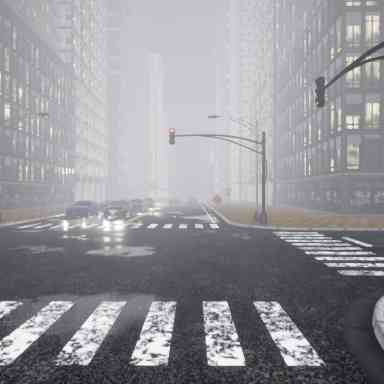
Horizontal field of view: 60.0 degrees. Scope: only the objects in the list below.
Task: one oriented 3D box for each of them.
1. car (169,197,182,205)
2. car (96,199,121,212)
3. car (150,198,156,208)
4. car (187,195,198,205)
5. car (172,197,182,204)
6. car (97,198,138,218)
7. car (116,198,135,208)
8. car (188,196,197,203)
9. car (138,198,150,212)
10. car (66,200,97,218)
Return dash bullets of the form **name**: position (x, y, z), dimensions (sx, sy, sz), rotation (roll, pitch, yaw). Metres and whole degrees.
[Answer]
- **car**: position (-3.150, 1.592, 60.003), dimensions (2.128, 1.511, 4.902), rotation (0, 0, 0)
- **car**: position (-9.848, 1.607, 39.508), dimensions (1.994, 1.385, 4.181), rotation (0, 0, 0)
- **car**: position (-6.593, 1.594, 49.700), dimensions (1.812, 1.442, 4.674), rotation (0, 0, 0)
- **car**: position (0.103, 1.630, 60.990), dimensions (1.812, 1.442, 4.674), rotation (0, 0, 0)
- **car**: position (-3.181, 1.703, 70.331), dimensions (1.994, 1.385, 4.181), rotation (0, 0, 0)
- **car**: position (-6.600, 1.517, 30.125), dimensions (2.128, 1.511, 4.902), rotation (0, 0, 0)
- **car**: position (-9.839, 1.631, 49.432), dimensions (1.994, 1.385, 4.181), rotation (0, 0, 0)
- **car**: position (0.068, 1.622, 71.352), dimensions (1.882, 1.535, 5.008), rotation (0, 0, 0)
- **car**: position (-6.599, 1.521, 39.653), dimensions (1.882, 1.535, 5.008), rotation (0, 0, 0)
- **car**: position (-9.854, 1.503, 30.374), dimensions (1.882, 1.535, 5.008), rotation (0, 0, 0)
